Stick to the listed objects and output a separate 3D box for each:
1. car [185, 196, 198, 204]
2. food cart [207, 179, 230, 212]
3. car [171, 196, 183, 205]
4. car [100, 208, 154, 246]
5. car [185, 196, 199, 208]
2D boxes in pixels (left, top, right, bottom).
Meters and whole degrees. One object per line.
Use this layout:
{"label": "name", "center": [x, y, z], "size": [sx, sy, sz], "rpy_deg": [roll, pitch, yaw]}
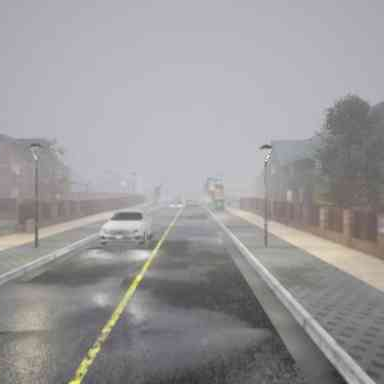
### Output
{"label": "car", "center": [-0.027, 1.488, 62.702], "size": [1.837, 1.490, 4.892], "rpy_deg": [0, 0, 8]}
{"label": "food cart", "center": [2.962, 0.427, 38.488], "size": [2.280, 3.560, 4.660], "rpy_deg": [-1, -1, 0]}
{"label": "car", "center": [-2.777, 1.486, 60.441], "size": [2.128, 1.511, 4.902], "rpy_deg": [0, 0, 0]}
{"label": "car", "center": [-2.856, 1.502, 15.381], "size": [1.812, 1.442, 4.674], "rpy_deg": [0, 0, 0]}
{"label": "car", "center": [-0.016, 1.442, 48.524], "size": [1.882, 1.535, 5.008], "rpy_deg": [0, 0, 0]}
